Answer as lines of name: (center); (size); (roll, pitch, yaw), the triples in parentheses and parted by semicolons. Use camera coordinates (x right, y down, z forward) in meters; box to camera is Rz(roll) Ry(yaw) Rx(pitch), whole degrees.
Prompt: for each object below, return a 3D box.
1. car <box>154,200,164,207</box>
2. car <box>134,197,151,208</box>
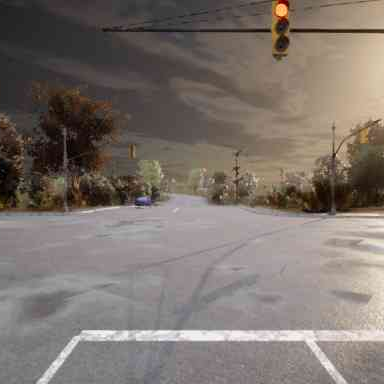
car: (-6.999, 2.451, 70.981); (1.895, 1.301, 4.718); (0, -2, 0)
car: (-7.000, 1.438, 47.642); (1.882, 1.535, 5.008); (0, -2, 0)
